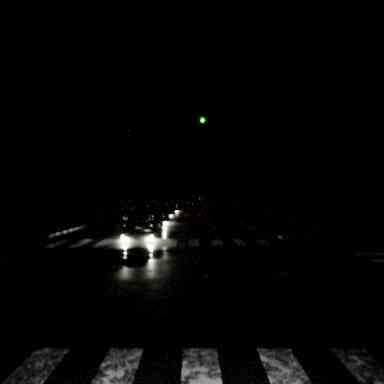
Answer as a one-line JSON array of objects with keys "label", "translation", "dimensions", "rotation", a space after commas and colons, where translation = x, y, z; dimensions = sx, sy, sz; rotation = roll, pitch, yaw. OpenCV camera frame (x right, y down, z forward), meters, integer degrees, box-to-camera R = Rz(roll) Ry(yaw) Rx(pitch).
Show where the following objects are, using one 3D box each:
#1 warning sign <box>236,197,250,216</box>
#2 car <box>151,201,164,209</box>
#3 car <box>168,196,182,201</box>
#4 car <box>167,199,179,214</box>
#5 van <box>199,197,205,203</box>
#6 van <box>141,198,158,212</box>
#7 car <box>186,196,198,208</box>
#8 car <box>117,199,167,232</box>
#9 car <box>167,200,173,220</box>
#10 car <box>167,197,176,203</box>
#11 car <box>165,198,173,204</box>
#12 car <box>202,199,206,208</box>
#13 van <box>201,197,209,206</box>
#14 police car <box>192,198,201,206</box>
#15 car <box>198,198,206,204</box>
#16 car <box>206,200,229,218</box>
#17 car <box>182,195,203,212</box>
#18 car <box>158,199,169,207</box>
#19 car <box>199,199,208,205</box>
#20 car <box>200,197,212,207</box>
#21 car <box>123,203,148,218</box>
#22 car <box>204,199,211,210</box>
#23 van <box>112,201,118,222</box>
[{"label": "warning sign", "translation": [5.073, 1.438, 33.104], "dimensions": [1.300, 1.860, 1.060], "rotation": [0, 0, 0]}, {"label": "car", "translation": [-5.772, 2.145, 56.603], "dimensions": [1.802, 1.307, 4.206], "rotation": [0, -1, 0]}, {"label": "car", "translation": [-3.056, 1.859, 51.137], "dimensions": [2.097, 1.767, 4.553], "rotation": [0, -1, 0]}, {"label": "car", "translation": [-3.096, 1.952, 41.119], "dimensions": [2.033, 1.411, 5.357], "rotation": [0, -1, 0]}, {"label": "van", "translation": [2.767, 2.301, 95.264], "dimensions": [1.690, 1.788, 3.998], "rotation": [0, -1, 0]}, {"label": "van", "translation": [-5.775, 1.791, 45.555], "dimensions": [1.690, 1.788, 3.998], "rotation": [0, -1, 0]}, {"label": "car", "translation": [0.087, 1.833, 61.411], "dimensions": [2.150, 2.045, 5.566], "rotation": [0, -1, 1]}, {"label": "car", "translation": [-3.162, 1.565, 21.932], "dimensions": [2.097, 1.767, 4.553], "rotation": [0, -1, 2]}, {"label": "car", "translation": [-3.099, 1.808, 31.045], "dimensions": [1.837, 1.490, 4.892], "rotation": [0, -1, 0]}, {"label": "car", "translation": [-5.765, 2.275, 95.277], "dimensions": [2.192, 1.841, 5.009], "rotation": [0, -1, 0]}, {"label": "car", "translation": [-5.767, 2.370, 84.056], "dimensions": [1.752, 1.417, 4.829], "rotation": [0, -1, 0]}, {"label": "car", "translation": [2.777, 1.994, 45.536], "dimensions": [1.887, 1.381, 4.507], "rotation": [0, -1, 0]}, {"label": "van", "translation": [2.771, 2.074, 73.164], "dimensions": [1.690, 1.788, 3.998], "rotation": [0, -1, 0]}, {"label": "police car", "translation": [0.904, 2.159, 73.214], "dimensions": [1.930, 1.638, 5.238], "rotation": [0, -1, 0]}, {"label": "car", "translation": [2.768, 2.343, 89.739], "dimensions": [1.967, 1.590, 4.097], "rotation": [0, -1, 0]}, {"label": "car", "translation": [2.779, 1.882, 34.486], "dimensions": [1.887, 1.381, 4.507], "rotation": [0, -1, 0]}, {"label": "car", "translation": [0.103, 1.688, 46.939], "dimensions": [2.150, 2.045, 5.566], "rotation": [0, 0, 0]}, {"label": "car", "translation": [-5.770, 2.227, 67.652], "dimensions": [2.008, 1.369, 4.403], "rotation": [0, -1, 0]}, {"label": "car", "translation": [2.771, 2.340, 78.687], "dimensions": [2.008, 1.369, 4.403], "rotation": [0, -1, 0]}, {"label": "car", "translation": [2.772, 1.991, 67.639], "dimensions": [2.192, 1.841, 5.009], "rotation": [0, -1, 0]}, {"label": "car", "translation": [-5.776, 1.882, 34.504], "dimensions": [1.887, 1.381, 4.507], "rotation": [0, -1, 0]}, {"label": "car", "translation": [2.778, 1.938, 40.011], "dimensions": [1.887, 1.381, 4.507], "rotation": [0, -1, 0]}, {"label": "van", "translation": [-5.778, 1.623, 28.981], "dimensions": [1.690, 1.788, 3.998], "rotation": [0, -1, 0]}]
